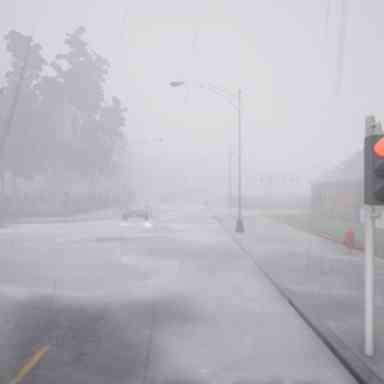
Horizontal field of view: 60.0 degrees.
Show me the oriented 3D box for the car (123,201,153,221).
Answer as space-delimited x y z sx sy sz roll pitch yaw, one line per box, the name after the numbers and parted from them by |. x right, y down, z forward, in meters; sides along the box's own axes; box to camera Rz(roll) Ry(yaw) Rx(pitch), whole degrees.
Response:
-4.185 1.424 26.226 1.812 1.442 4.674 0 0 0 | car

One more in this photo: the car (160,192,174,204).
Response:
-4.196 1.006 56.818 2.150 2.045 5.566 0 0 0 | car
